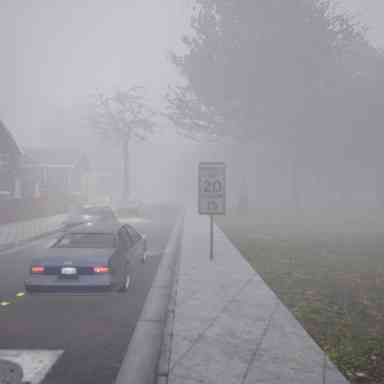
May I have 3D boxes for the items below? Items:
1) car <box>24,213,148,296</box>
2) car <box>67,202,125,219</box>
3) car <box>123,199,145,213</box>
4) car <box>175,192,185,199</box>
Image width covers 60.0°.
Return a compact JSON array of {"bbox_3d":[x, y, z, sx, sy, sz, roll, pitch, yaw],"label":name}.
[{"bbox_3d":[-2.340,1.512,8.732,2.033,1.411,5.357,0,0,-1],"label":"car"},{"bbox_3d":[-5.314,1.459,17.995,2.033,1.411,5.357,0,0,-1],"label":"car"},{"bbox_3d":[-5.466,1.347,30.146,1.882,1.535,5.008,0,0,-1],"label":"car"},{"bbox_3d":[-3.472,0.939,92.678,2.150,2.045,5.566,0,0,-1],"label":"car"}]
